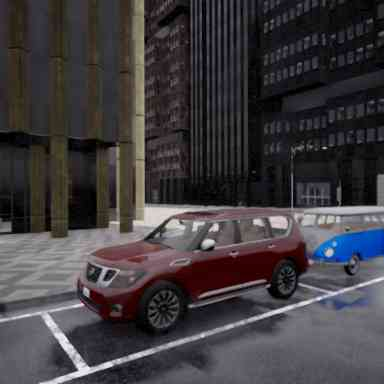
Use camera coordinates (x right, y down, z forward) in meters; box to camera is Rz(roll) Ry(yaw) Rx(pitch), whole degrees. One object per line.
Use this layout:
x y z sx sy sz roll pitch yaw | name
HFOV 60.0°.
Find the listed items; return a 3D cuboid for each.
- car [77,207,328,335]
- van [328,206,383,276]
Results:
0.321 1.313 6.887 5.009 1.841 2.192 0 0 -36 | car
4.818 1.337 10.096 3.998 1.788 1.690 0 0 -36 | van
